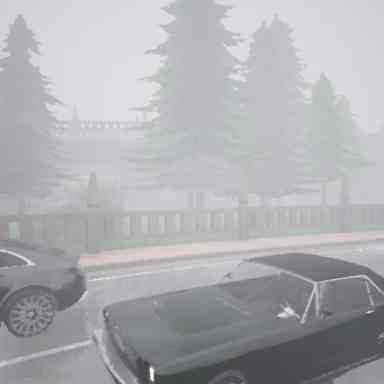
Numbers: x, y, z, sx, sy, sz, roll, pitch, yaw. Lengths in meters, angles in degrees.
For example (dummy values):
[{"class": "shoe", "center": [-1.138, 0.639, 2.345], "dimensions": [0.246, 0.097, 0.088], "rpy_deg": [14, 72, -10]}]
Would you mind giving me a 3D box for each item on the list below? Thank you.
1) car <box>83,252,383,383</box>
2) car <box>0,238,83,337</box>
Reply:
[{"class": "car", "center": [1.199, 1.593, 4.438], "dimensions": [4.718, 1.301, 1.895], "rpy_deg": [0, 0, -29]}, {"class": "car", "center": [-4.140, 1.510, 5.099], "dimensions": [4.902, 1.511, 2.128], "rpy_deg": [0, 0, -34]}]
